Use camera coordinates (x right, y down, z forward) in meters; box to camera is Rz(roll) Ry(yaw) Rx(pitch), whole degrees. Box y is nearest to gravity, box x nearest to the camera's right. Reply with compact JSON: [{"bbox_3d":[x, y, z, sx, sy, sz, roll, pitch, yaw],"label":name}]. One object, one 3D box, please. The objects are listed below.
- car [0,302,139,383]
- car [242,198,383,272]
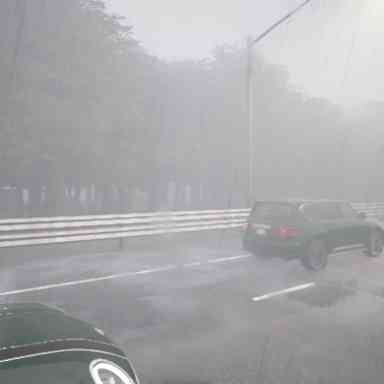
[{"bbox_3d":[-2.538,1.349,1.937,4.553,1.767,2.097,0,0,-35],"label":"car"},{"bbox_3d":[4.144,1.209,10.996,5.566,2.045,2.150,0,0,-35],"label":"car"}]
